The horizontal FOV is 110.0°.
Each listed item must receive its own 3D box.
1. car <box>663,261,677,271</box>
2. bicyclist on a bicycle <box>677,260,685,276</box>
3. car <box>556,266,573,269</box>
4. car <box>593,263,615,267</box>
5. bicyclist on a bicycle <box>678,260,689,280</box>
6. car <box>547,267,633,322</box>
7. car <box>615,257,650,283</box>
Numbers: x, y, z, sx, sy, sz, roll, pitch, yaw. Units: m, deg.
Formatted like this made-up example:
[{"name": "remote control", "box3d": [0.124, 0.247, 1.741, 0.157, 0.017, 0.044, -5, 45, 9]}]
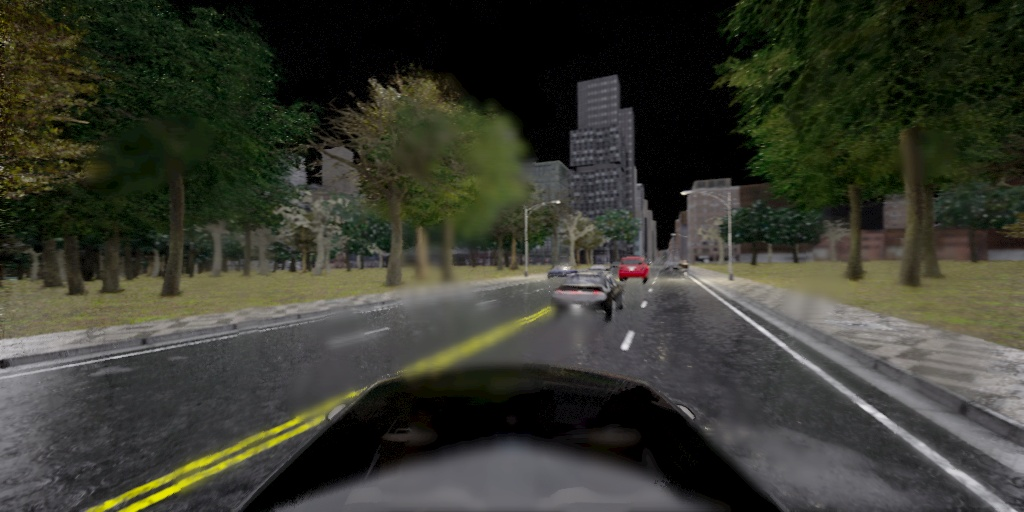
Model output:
[{"name": "car", "box3d": [25.521, 1.700, 57.653, 1.895, 1.301, 4.718, -1, -1, 23]}, {"name": "bicyclist on a bicycle", "box3d": [19.069, 1.331, 40.480, 0.659, 1.776, 1.843, -1, 0, 23]}, {"name": "car", "box3d": [4.908, 1.616, 34.638, 1.895, 1.301, 4.718, -1, -1, 23]}, {"name": "car", "box3d": [8.316, 1.547, 34.345, 1.994, 1.385, 4.181, -1, -1, 23]}, {"name": "bicyclist on a bicycle", "box3d": [15.461, 1.270, 32.004, 0.659, 1.776, 1.843, -1, 0, 23]}, {"name": "car", "box3d": [2.844, 1.313, 12.679, 2.128, 1.511, 4.902, -1, -1, 23]}, {"name": "car", "box3d": [10.340, 1.147, 30.303, 2.150, 2.045, 5.566, -1, -1, 23]}]
